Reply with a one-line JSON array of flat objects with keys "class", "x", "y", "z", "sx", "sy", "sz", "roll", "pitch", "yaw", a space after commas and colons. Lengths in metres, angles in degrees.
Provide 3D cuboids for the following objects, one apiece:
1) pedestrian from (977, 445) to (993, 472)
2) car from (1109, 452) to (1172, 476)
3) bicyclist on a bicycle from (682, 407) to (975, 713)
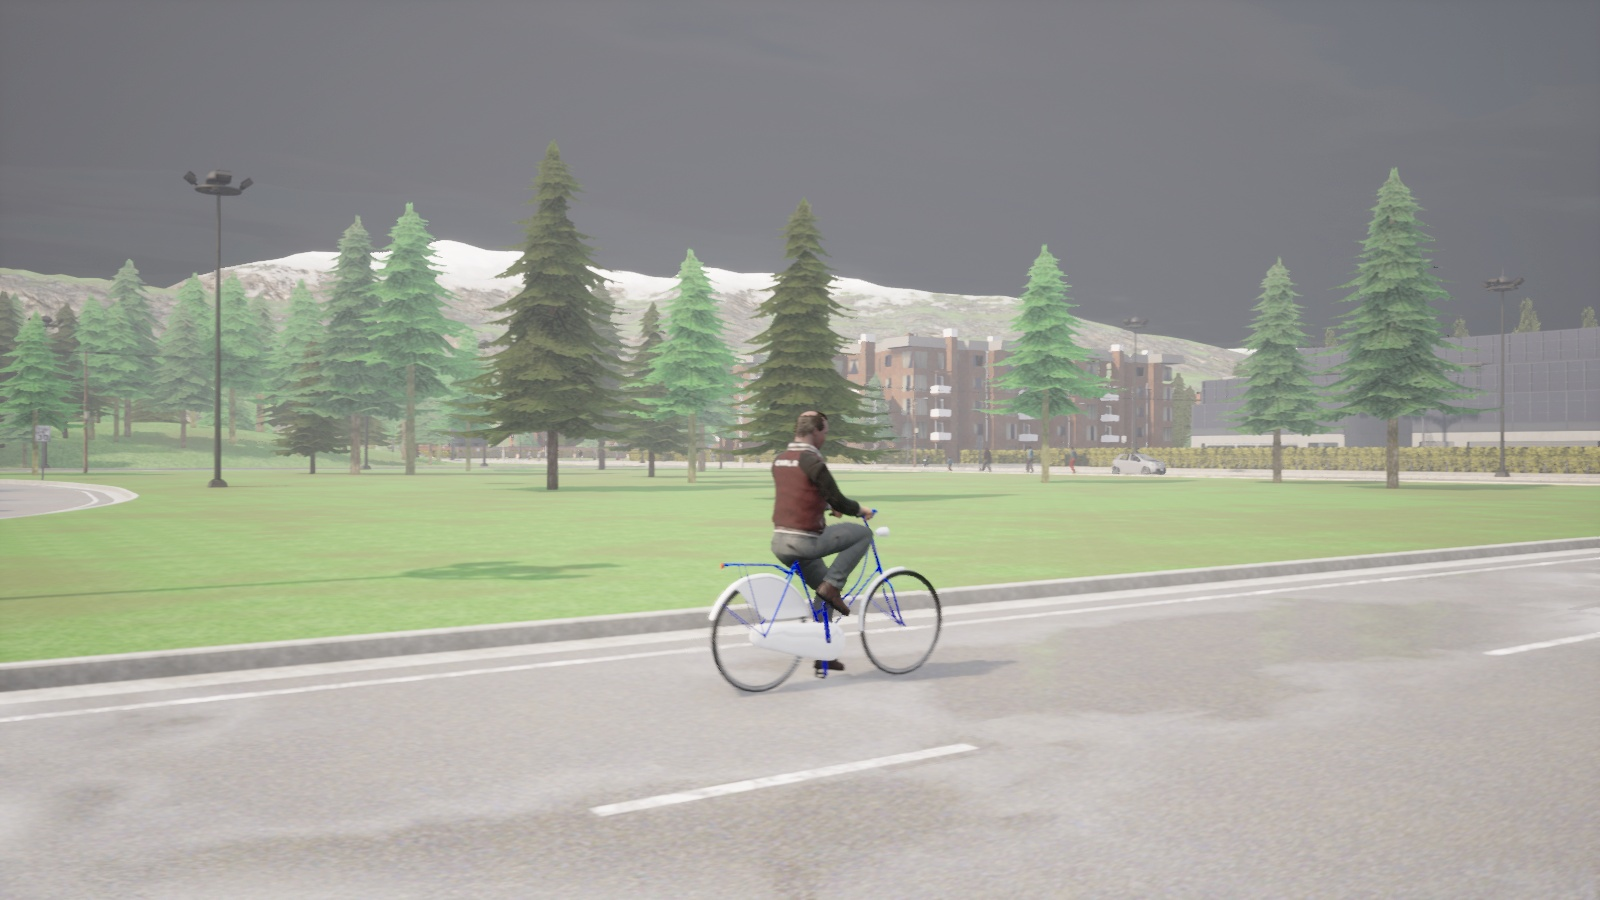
[{"class": "pedestrian", "x": 12.742, "y": 0.569, "z": 86.396, "sx": 0.634, "sy": 1.844, "sz": 0.899, "roll": 0, "pitch": 0, "yaw": -37}, {"class": "car", "x": 22.467, "y": 0.914, "z": 82.928, "sx": 1.845, "sy": 1.501, "sz": 3.633, "roll": 0, "pitch": 0, "yaw": -35}, {"class": "bicyclist on a bicycle", "x": 0.215, "y": 0.635, "z": 8.073, "sx": 1.843, "sy": 1.776, "sz": 0.659, "roll": 0, "pitch": 0, "yaw": -35}]
